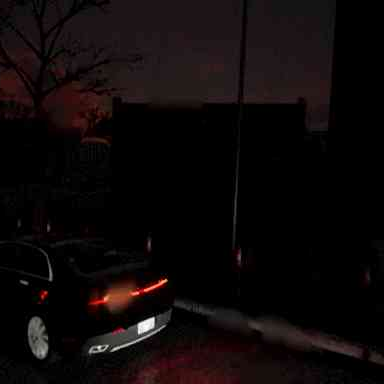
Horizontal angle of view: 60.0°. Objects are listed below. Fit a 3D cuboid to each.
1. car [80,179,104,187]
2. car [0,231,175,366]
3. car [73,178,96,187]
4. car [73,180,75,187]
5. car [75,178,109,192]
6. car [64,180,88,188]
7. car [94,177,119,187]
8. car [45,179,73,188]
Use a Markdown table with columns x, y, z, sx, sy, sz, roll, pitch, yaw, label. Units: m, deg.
| x | y | z | sx | sy | sz | roll | pitch | yaw | label |
| --- | --- | --- | --- | --- | --- | --- | --- | --- | --- |
| -22.871 | -2.007 | 76.124 | 4.892 | 1.521 | 2.231 | 4 | 3 | 20 | car |
| -2.511 | 1.445 | 5.787 | 4.892 | 1.490 | 1.837 | 1 | 1 | 38 | car |
| -23.796 | -2.054 | 73.518 | 4.553 | 1.767 | 2.185 | 4 | 3 | 20 | car |
| -25.762 | -1.782 | 68.372 | 5.008 | 1.535 | 2.097 | 4 | 3 | 20 | car |
| -16.800 | -1.100 | 56.767 | 2.150 | 2.045 | 5.566 | 4 | 3 | 20 | car |
| -24.794 | -1.816 | 70.953 | 4.674 | 1.452 | 2.002 | 4 | 3 | 20 | car |
| -20.954 | -2.422 | 81.283 | 5.566 | 2.045 | 2.435 | 4 | 3 | 20 | car |
| -26.687 | -1.835 | 65.767 | 4.553 | 1.767 | 2.185 | 4 | 3 | 20 | car |
